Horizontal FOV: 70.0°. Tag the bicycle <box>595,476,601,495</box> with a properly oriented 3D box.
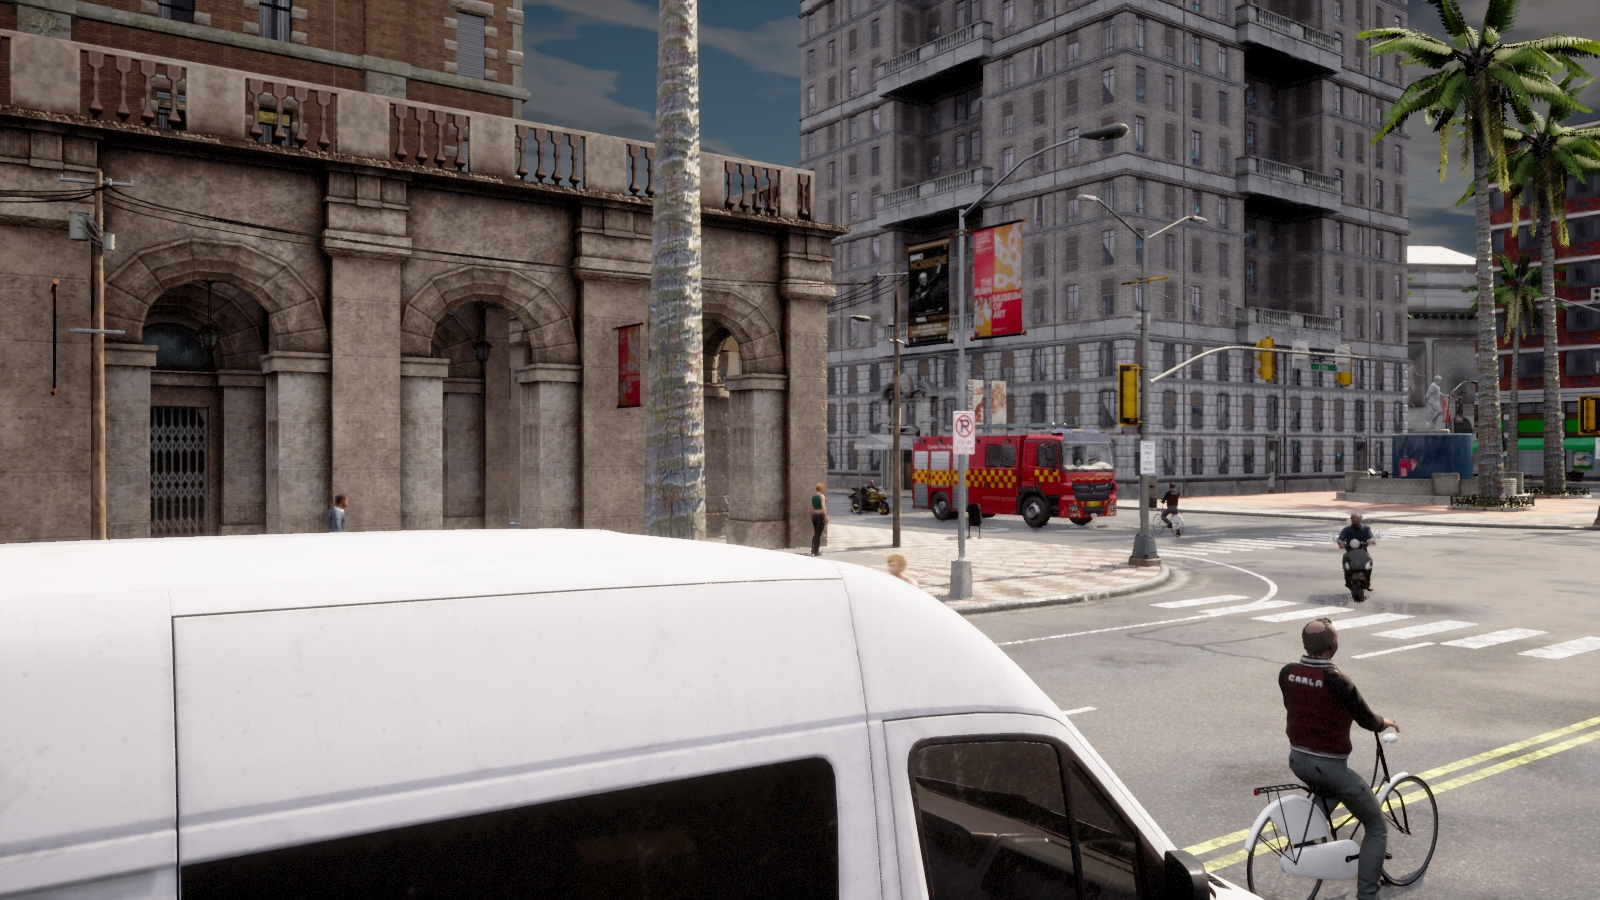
[{"bbox_3d":[-12.612,2.210,71.312,0.329,1.171,1.835,0,0,-13],"label":"bicycle"}]

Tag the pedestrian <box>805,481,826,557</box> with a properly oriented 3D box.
[{"bbox_3d":[0.389,1.698,28.224,0.375,1.860,0.375,0,0,41],"label":"pedestrian"}]

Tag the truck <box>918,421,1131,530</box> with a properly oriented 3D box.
[{"bbox_3d":[8.452,0.890,44.320,2.891,3.827,8.468,0,0,-35],"label":"truck"}]

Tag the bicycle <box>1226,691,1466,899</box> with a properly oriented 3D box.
[{"bbox_3d":[3.417,2.210,7.085,1.835,1.171,0.329,0,0,-29],"label":"bicycle"}]

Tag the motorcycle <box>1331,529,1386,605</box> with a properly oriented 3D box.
[{"bbox_3d":[10.571,2.182,21.584,0.856,1.236,1.805,-2,-1,27],"label":"motorcycle"}]

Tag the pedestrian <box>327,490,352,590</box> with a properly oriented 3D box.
[{"bbox_3d":[-8.735,1.696,21.679,0.375,1.860,0.375,0,0,-35],"label":"pedestrian"}]

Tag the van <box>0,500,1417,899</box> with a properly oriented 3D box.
[{"bbox_3d":[-0.760,1.534,3.254,5.915,2.561,1.988,0,0,-35],"label":"van"}]

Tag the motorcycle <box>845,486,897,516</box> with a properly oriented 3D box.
[{"bbox_3d":[3.065,2.205,49.743,2.209,1.251,0.867,0,0,44],"label":"motorcycle"}]
